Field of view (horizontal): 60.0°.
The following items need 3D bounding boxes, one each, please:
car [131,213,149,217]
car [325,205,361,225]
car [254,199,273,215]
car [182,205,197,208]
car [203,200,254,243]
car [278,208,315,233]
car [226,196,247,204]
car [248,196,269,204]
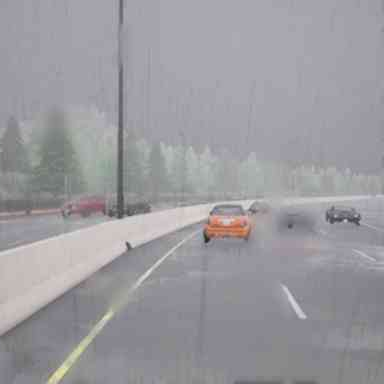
[{"bbox_3d":[-5.651,1.211,30.439,2.150,2.045,5.566,0,0,17],"label":"car"},{"bbox_3d":[10.990,1.650,24.539,1.895,1.301,4.718,0,0,17],"label":"car"},{"bbox_3d":[7.258,1.602,34.738,1.994,1.385,4.181,0,0,22],"label":"car"},{"bbox_3d":[0.219,1.516,36.482,1.837,1.490,4.892,0,0,22],"label":"car"},{"bbox_3d":[1.870,1.364,16.399,2.097,1.767,4.553,0,0,10],"label":"car"},{"bbox_3d":[6.205,1.630,20.243,1.895,1.301,4.718,0,0,13],"label":"car"},{"bbox_3d":[8.804,1.532,65.820,1.882,1.535,5.008,0,0,36],"label":"car"},{"bbox_3d":[13.188,1.574,65.872,2.128,1.511,4.902,0,0,37],"label":"car"}]
